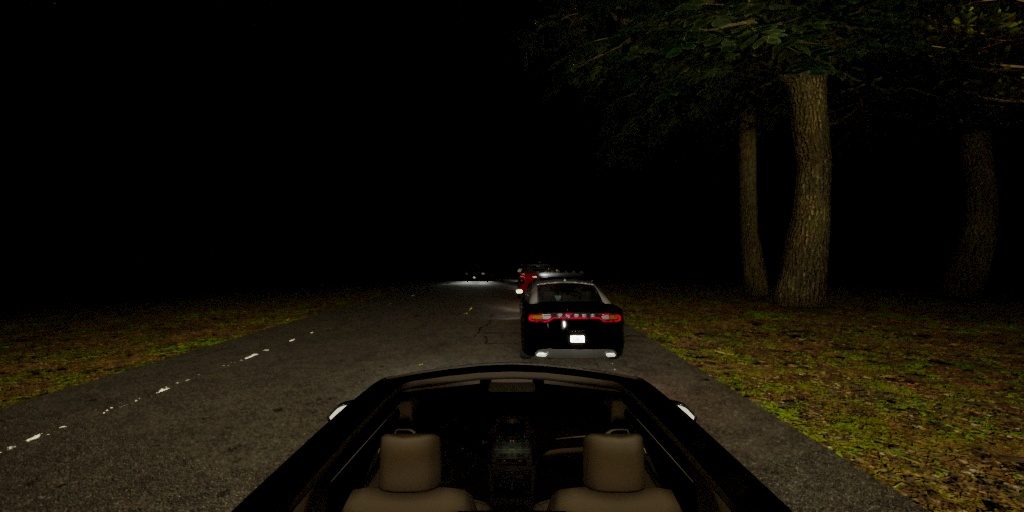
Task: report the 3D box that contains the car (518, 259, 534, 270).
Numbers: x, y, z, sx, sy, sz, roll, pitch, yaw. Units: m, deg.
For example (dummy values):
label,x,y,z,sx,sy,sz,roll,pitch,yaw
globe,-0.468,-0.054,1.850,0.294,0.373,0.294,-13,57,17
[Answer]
label,x,y,z,sx,sy,sz,roll,pitch,yaw
car,2.052,1.230,50.919,2.033,1.411,5.357,0,0,4

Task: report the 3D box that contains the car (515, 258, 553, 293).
label,x,y,z,sx,sy,sz,roll,pitch,yaw
car,1.342,1.083,18.349,2.097,1.767,4.553,0,0,2

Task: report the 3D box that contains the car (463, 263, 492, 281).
label,x,y,z,sx,sy,sz,roll,pitch,yaw
car,-2.753,1.260,30.036,2.033,1.411,5.357,0,0,3

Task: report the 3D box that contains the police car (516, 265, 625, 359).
label,x,y,z,sx,sy,sz,roll,pitch,yaw
police car,1.125,1.170,8.528,1.930,1.638,5.238,0,0,1
